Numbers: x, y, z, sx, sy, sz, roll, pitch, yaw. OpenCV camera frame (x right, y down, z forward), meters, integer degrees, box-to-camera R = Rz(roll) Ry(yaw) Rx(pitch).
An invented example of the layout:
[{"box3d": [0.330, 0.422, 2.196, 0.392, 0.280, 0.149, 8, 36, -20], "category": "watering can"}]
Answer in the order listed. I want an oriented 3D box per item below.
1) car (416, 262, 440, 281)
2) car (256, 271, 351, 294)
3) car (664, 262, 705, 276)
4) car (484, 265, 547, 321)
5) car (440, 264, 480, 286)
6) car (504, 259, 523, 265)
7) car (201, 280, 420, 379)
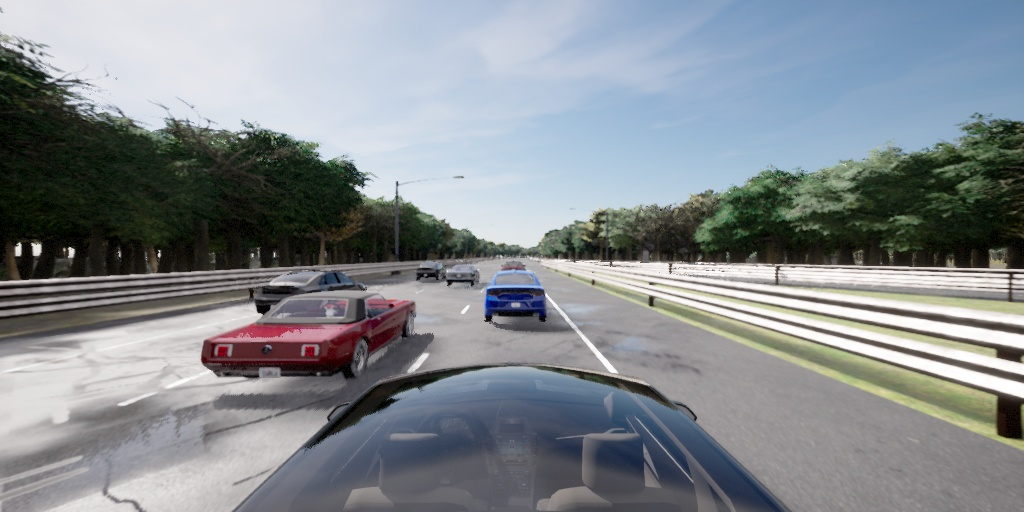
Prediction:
[{"box3d": [-6.882, 1.287, 30.943, 1.837, 1.490, 4.892, 0, 0, 0], "category": "car"}, {"box3d": [-6.892, 1.264, 12.900, 1.837, 1.490, 4.892, 0, 0, 0], "category": "car"}, {"box3d": [19.232, 1.457, 40.179, 1.837, 1.490, 4.892, 0, 0, -18], "category": "car"}, {"box3d": [0.108, 1.235, 12.588, 1.882, 1.535, 5.008, 0, 0, 0], "category": "car"}, {"box3d": [-3.379, 1.321, 25.413, 2.033, 1.411, 5.357, 0, 0, 0], "category": "car"}, {"box3d": [0.118, 1.134, 30.652, 2.097, 1.767, 4.553, 0, 0, 0], "category": "car"}, {"box3d": [-3.389, 1.354, 7.252, 1.895, 1.301, 4.718, 0, 0, 0], "category": "car"}]
